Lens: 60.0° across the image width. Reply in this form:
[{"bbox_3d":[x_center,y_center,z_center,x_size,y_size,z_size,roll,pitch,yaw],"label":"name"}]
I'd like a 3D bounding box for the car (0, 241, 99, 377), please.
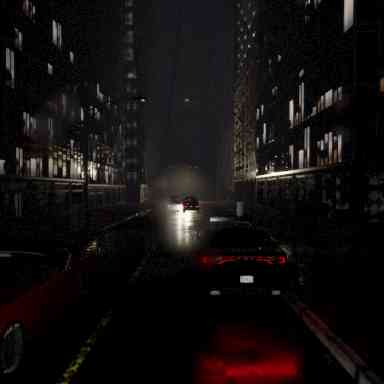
[{"bbox_3d":[-3.124,1.601,5.640,1.895,1.301,4.718,0,0,0],"label":"car"}]

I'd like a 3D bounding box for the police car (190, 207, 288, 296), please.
[{"bbox_3d":[1.011,1.427,8.800,1.930,1.638,5.238,0,0,0],"label":"police car"}]

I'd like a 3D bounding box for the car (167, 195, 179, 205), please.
[{"bbox_3d":[-3.281,1.395,60.190,2.097,1.767,4.553,0,0,0],"label":"car"}]

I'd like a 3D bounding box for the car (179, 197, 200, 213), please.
[{"bbox_3d":[-0.093,1.564,37.271,2.033,1.411,5.357,0,0,0],"label":"car"}]
